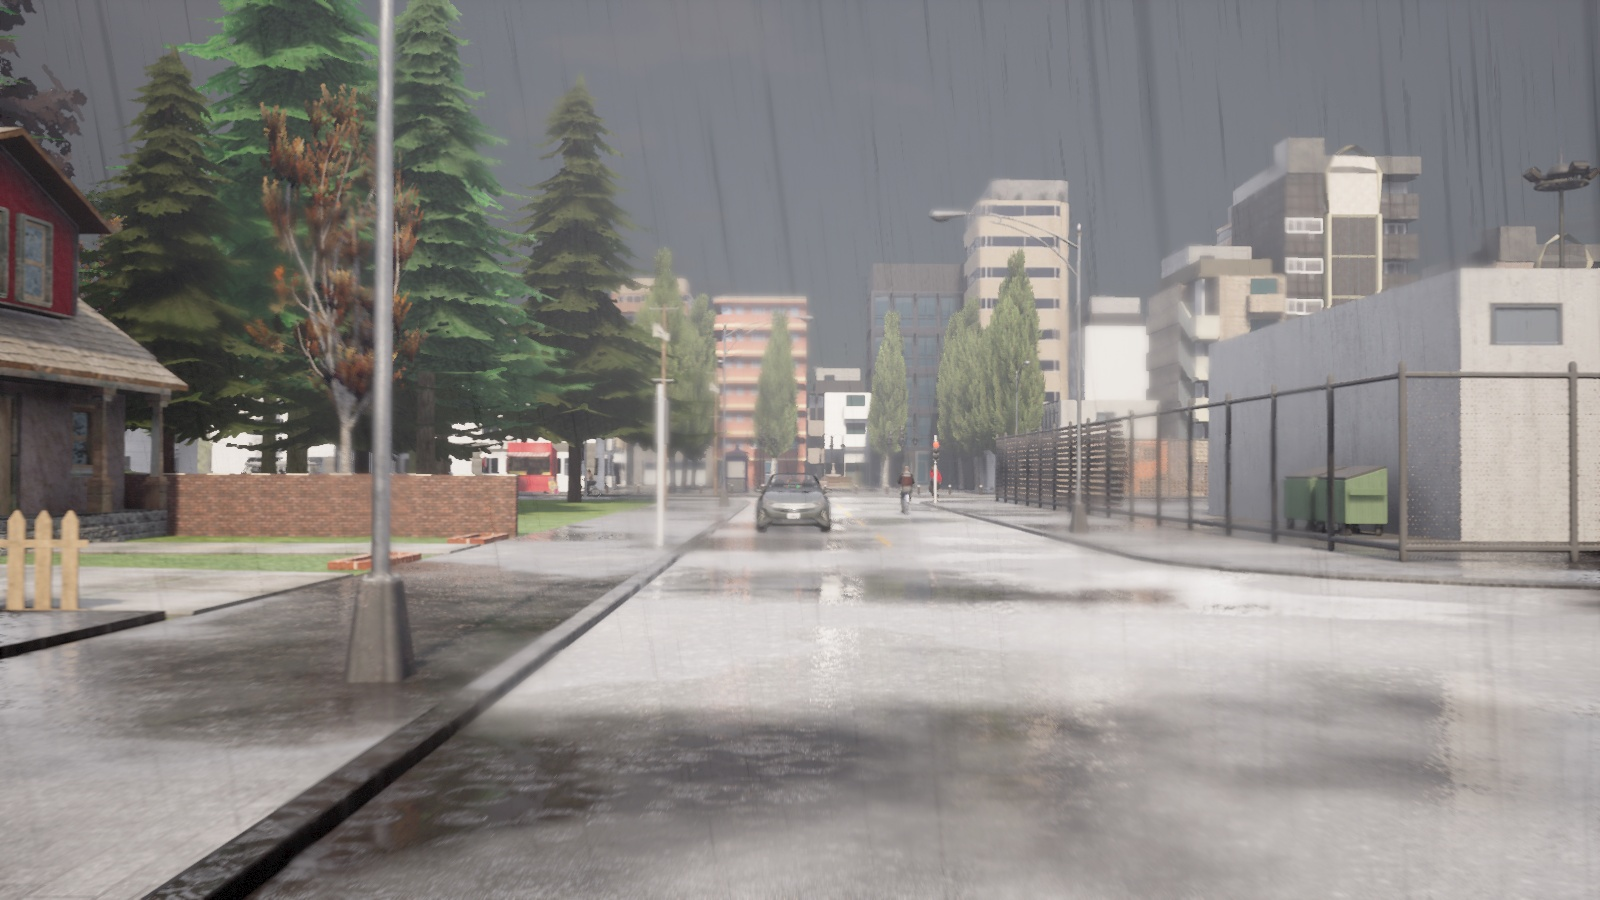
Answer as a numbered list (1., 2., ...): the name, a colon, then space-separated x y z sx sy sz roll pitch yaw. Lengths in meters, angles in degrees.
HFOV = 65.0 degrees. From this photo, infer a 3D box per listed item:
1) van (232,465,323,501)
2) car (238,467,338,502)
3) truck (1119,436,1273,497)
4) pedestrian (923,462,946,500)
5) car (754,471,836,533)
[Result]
1. van: -29.937 1.891 72.032 4.442 1.987 1.775 0 -1 0
2. car: -27.705 1.881 68.038 4.605 1.855 1.932 0 -1 -1
3. truck: 22.726 0.953 72.314 7.936 3.462 2.891 0 -1 -1
4. pedestrian: 6.688 1.543 62.412 0.899 1.844 0.634 0 -1 -32
5. car: -0.156 1.320 33.321 2.007 1.525 4.514 0 -1 -1
